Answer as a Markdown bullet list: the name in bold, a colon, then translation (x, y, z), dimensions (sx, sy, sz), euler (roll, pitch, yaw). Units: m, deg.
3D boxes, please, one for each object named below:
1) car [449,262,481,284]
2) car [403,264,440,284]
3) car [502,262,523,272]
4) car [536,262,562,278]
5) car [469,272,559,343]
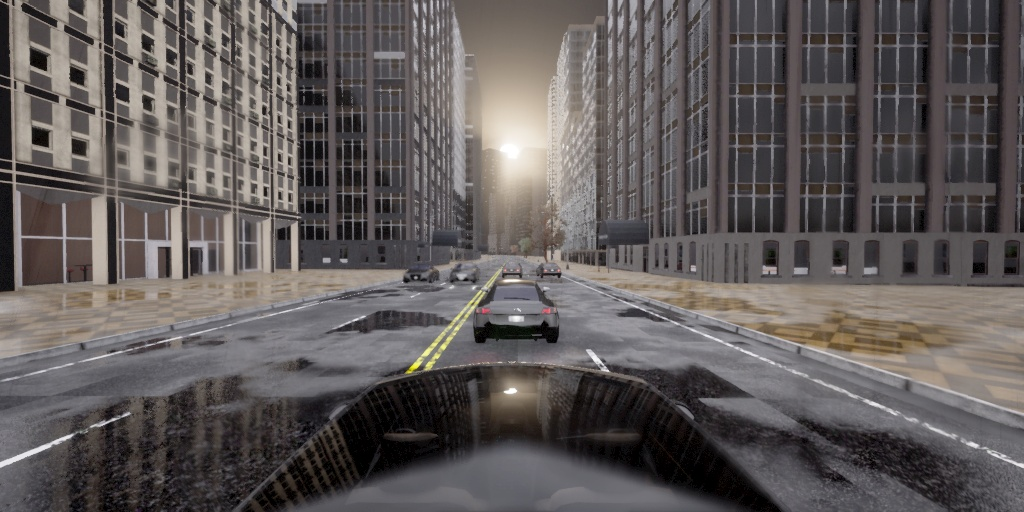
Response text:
- **car**: translation (-3.360, 1.230, 26.364), dimensions (2.128, 1.511, 4.902), euler (0, 0, 0)
- **car**: translation (-6.610, 1.302, 26.571), dimensions (1.994, 1.385, 4.181), euler (0, 0, 0)
- **car**: translation (0.065, 1.280, 33.642), dimensions (2.033, 1.411, 5.357), euler (0, 0, 2)
- **car**: translation (3.356, 1.280, 33.291), dimensions (2.033, 1.411, 5.357), euler (0, 0, -2)
- **car**: translation (0.096, 1.312, 9.673), dimensions (1.994, 1.385, 4.181), euler (0, 0, 0)
